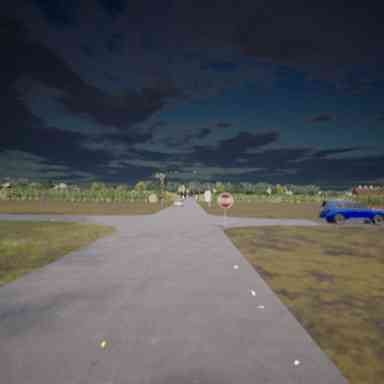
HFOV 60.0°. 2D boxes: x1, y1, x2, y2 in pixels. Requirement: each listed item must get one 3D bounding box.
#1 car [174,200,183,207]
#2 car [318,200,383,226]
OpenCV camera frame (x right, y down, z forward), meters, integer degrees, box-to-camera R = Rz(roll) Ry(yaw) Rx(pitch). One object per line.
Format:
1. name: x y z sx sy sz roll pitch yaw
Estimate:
1. car: -2.748 2.398 68.611 1.895 1.301 4.718 0 -1 0
2. car: 13.933 1.771 28.934 5.566 2.045 2.150 1 0 0
